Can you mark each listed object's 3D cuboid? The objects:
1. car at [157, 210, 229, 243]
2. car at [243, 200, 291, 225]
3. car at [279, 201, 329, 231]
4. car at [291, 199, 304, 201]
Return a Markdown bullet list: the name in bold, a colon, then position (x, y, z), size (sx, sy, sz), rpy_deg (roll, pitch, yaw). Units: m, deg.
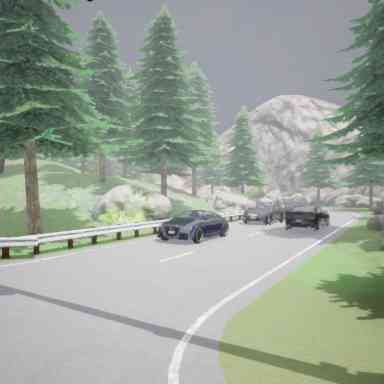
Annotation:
- **car**: position (0.153, 1.573, 16.222), size (1.994, 1.385, 4.181), rpy_deg (0, 0, 32)
- **car**: position (5.391, 1.506, 24.675), size (2.128, 1.511, 4.902), rpy_deg (0, 0, 32)
- **car**: position (7.377, 1.545, 21.050), size (1.882, 1.535, 5.008), rpy_deg (0, -1, 32)
- **car**: position (10.550, 1.525, 33.495), size (1.837, 1.490, 4.892), rpy_deg (0, 0, 25)
